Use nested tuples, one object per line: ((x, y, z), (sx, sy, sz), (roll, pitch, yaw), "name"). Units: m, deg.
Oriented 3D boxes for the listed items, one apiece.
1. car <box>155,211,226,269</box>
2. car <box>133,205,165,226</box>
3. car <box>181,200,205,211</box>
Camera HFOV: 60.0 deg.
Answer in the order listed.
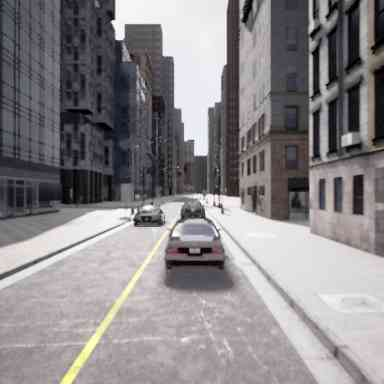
((0.085, 1.605, 11.286), (2.033, 1.411, 5.357), (0, 0, 0), "car")
((-3.094, 1.691, 24.630), (1.994, 1.385, 4.181), (0, 0, 0), "car")
((0.089, 1.503, 29.019), (2.097, 1.767, 4.553), (0, 0, 0), "car")
